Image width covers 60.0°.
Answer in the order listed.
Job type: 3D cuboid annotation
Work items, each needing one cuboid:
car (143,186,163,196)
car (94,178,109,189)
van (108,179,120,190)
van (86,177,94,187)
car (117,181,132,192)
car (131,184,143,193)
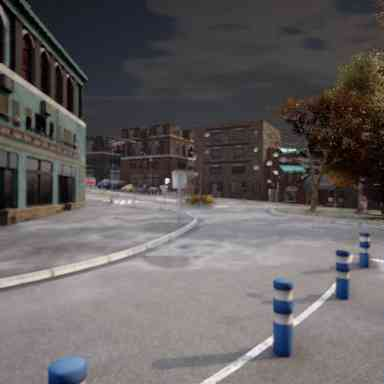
[{"bbox_3d":[-6.759,-0.196,61.911,2.231,1.521,4.892,5,2,11],"label":"car"},{"bbox_3d":[-17.120,-1.635,68.125,2.435,2.045,5.566,6,2,11],"label":"car"},{"bbox_3d":[-14.505,-1.315,66.709,1.878,1.987,4.442,5,2,11],"label":"van"},{"bbox_3d":[-22.338,-2.202,71.161,1.878,1.987,4.442,6,2,11],"label":"van"},{"bbox_3d":[-11.982,-0.791,64.857,1.946,1.575,5.366,6,2,11],"label":"car"},{"bbox_3d":[-9.352,-0.454,63.481,2.002,1.452,4.674,6,2,11],"label":"car"}]
